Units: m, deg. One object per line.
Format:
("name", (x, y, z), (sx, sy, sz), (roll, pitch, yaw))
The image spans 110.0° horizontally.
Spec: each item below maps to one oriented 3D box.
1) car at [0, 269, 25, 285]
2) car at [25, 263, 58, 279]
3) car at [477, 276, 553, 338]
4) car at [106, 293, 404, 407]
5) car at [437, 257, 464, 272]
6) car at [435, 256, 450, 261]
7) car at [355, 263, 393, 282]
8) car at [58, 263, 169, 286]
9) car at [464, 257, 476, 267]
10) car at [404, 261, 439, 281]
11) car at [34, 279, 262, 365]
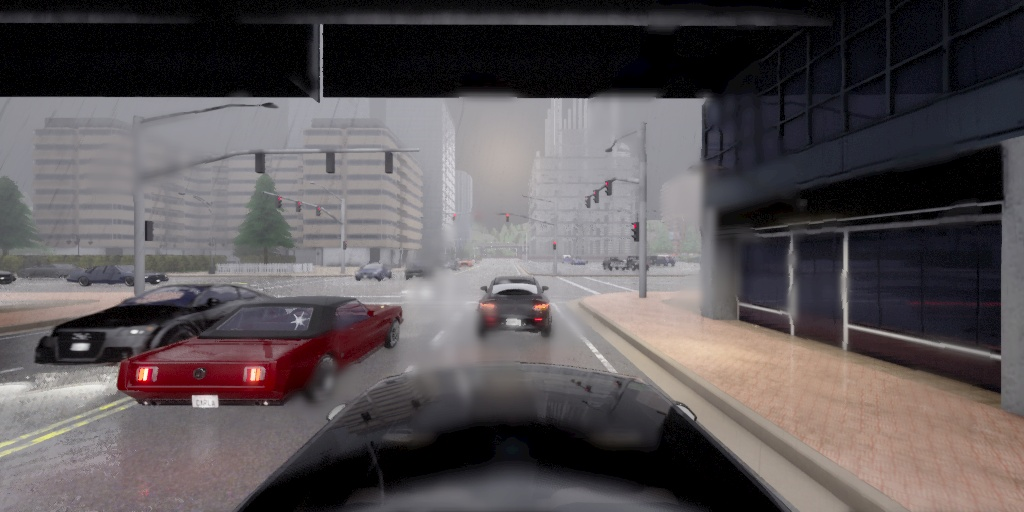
("car", (-36.874, 1.255, 24.264), (4.892, 1.490, 1.837), (0, 0, 0))
("car", (-40.304, 1.314, 31.440), (4.181, 1.385, 1.994), (0, 0, 0))
("car", (0.074, 1.276, 10.027), (1.812, 1.442, 4.674), (0, 0, 0))
("car", (-3.439, 1.351, 6.262), (1.895, 1.301, 4.718), (0, 0, 0))
("car", (-8.090, 1.239, 47.430), (2.128, 1.511, 4.902), (0, 0, 0))
("car", (-11.678, 0.972, 61.133), (2.150, 2.045, 5.566), (0, 0, 0))
("car", (-11.150, 1.275, 29.244), (1.812, 1.442, 4.674), (0, 0, -3))
("car", (-26.671, 1.297, 24.318), (5.357, 1.411, 2.033), (0, 0, 0))
("car", (-8.188, 1.102, 63.728), (2.097, 1.767, 4.553), (0, 0, 0))
("car", (-7.726, 1.351, 30.527), (1.895, 1.301, 4.718), (0, 0, -3))
("car", (-7.122, 1.314, 7.901), (1.994, 1.385, 4.181), (0, 0, 0))
